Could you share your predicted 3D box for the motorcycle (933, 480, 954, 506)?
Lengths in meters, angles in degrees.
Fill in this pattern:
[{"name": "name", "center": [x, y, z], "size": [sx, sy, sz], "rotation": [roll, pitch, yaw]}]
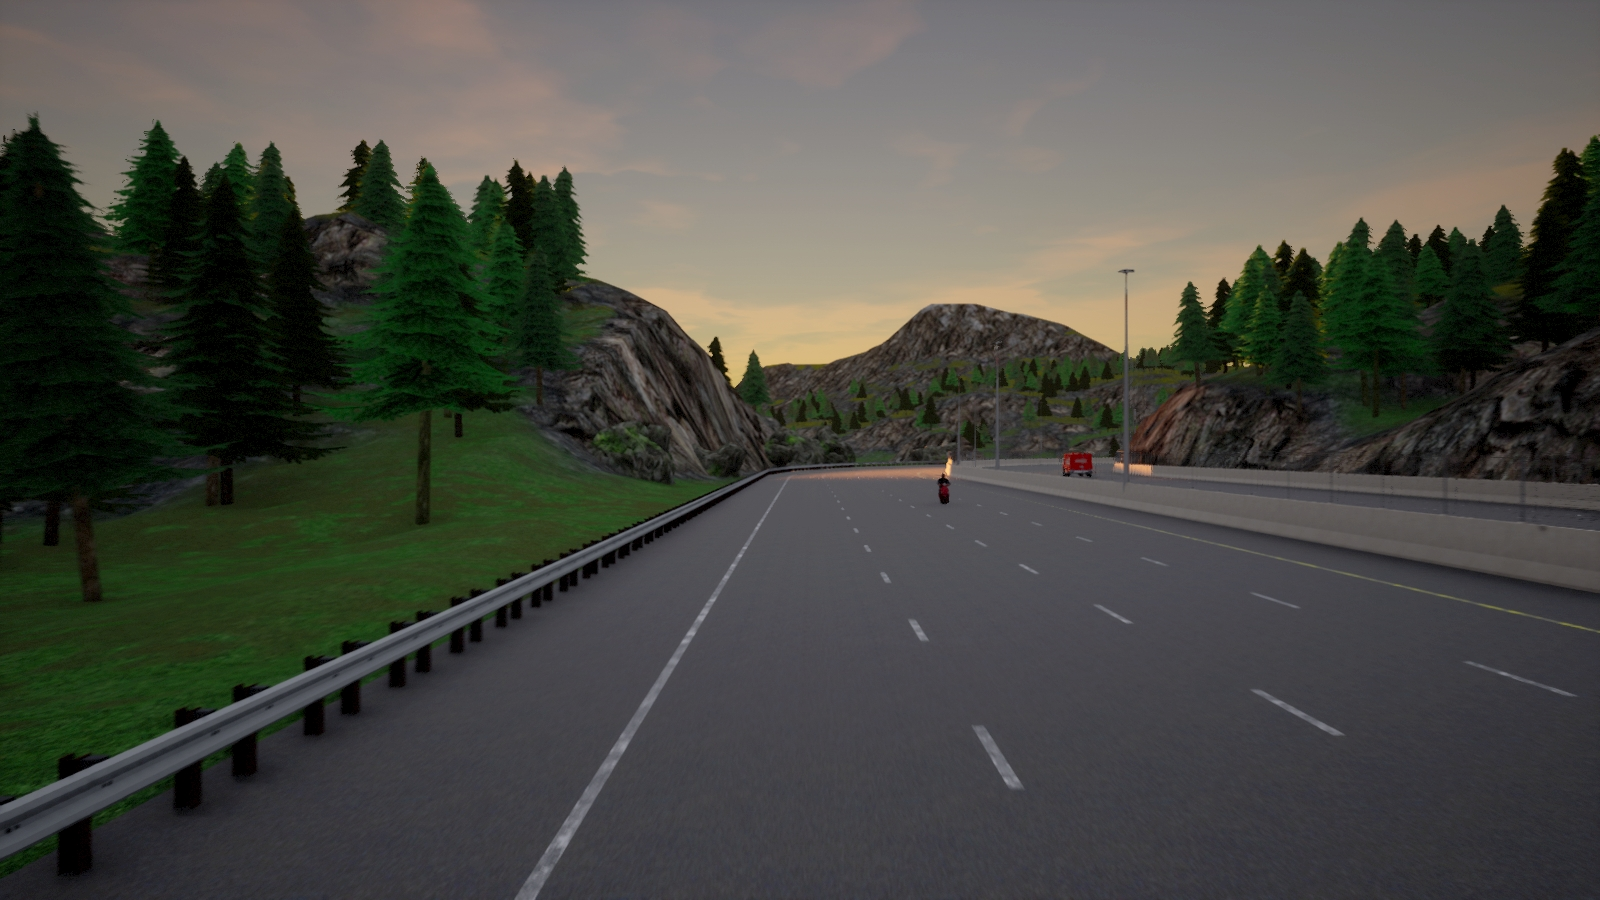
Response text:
[{"name": "motorcycle", "center": [7.310, 2.182, 58.180], "size": [0.856, 1.236, 1.805], "rotation": [0, 0, 0]}]
